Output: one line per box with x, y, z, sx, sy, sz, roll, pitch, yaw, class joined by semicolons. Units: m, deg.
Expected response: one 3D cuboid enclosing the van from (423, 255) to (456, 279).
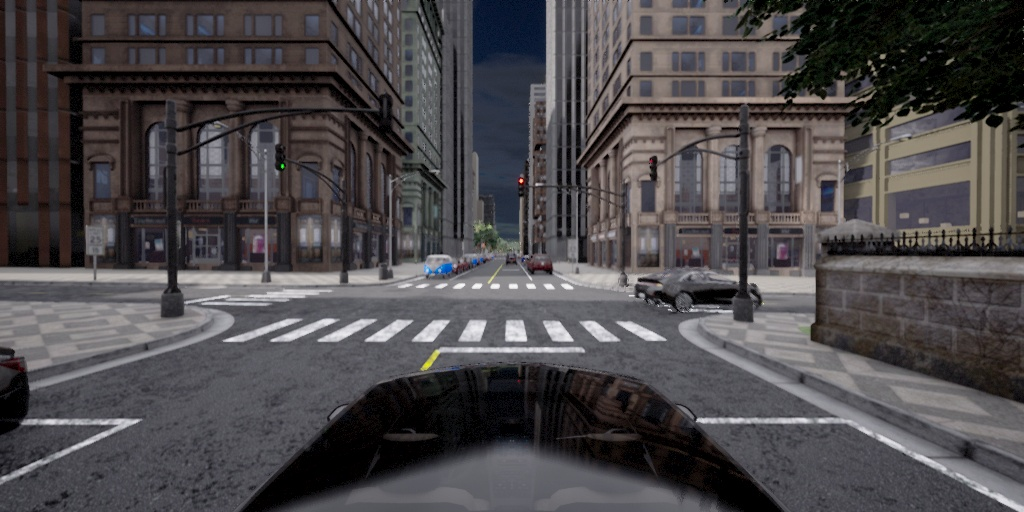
-5.816;0.834;28.486;1.690;1.789;3.998;0;0;0;van

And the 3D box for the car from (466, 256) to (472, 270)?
-5.838;0.941;39.367;1.888;1.381;4.507;0;0;0;car

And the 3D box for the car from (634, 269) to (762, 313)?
7.126;1.262;13.709;4.902;1.511;2.128;1;0;-14;car

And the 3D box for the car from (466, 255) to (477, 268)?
-5.849;0.915;44.808;1.948;1.339;4.313;0;0;0;car

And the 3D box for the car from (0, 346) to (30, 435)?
-5.763;1.314;1.831;1.948;1.339;4.313;0;0;0;car

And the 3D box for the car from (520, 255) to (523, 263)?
2.655;0.806;55.715;2.007;1.370;4.403;0;0;0;car

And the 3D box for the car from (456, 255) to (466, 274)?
-5.827;0.884;33.927;1.967;1.591;4.097;0;0;0;car

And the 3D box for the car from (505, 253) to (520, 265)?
-0.064;0.730;59.135;1.837;1.490;4.892;0;0;1;car

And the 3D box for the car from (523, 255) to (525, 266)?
2.688;0.711;39.393;2.192;1.841;5.009;0;0;0;car

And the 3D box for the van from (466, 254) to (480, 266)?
-5.860;0.643;50.250;1.690;1.789;3.998;0;0;0;van

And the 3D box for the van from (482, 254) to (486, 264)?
-5.881;0.549;61.132;1.690;1.789;3.998;0;0;0;van

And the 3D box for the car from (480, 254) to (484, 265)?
-5.871;0.800;55.691;1.888;1.381;4.507;0;0;0;car

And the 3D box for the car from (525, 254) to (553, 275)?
2.698;0.759;33.953;2.192;1.841;5.009;0;0;0;car
